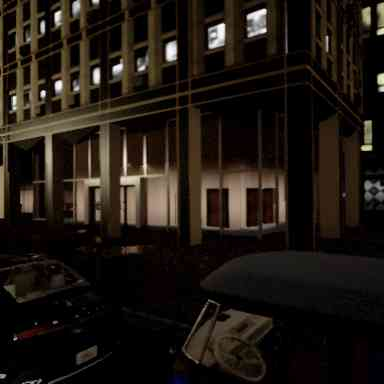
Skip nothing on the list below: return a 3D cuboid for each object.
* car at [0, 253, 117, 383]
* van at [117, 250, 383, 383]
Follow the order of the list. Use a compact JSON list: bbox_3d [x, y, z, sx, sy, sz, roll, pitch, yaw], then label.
[{"bbox_3d":[-2.948,1.604,4.979,4.403,1.369,2.008,-1,0,36],"label":"car"},{"bbox_3d":[1.648,1.336,1.700,3.998,1.788,1.690,-1,0,35],"label":"van"}]
